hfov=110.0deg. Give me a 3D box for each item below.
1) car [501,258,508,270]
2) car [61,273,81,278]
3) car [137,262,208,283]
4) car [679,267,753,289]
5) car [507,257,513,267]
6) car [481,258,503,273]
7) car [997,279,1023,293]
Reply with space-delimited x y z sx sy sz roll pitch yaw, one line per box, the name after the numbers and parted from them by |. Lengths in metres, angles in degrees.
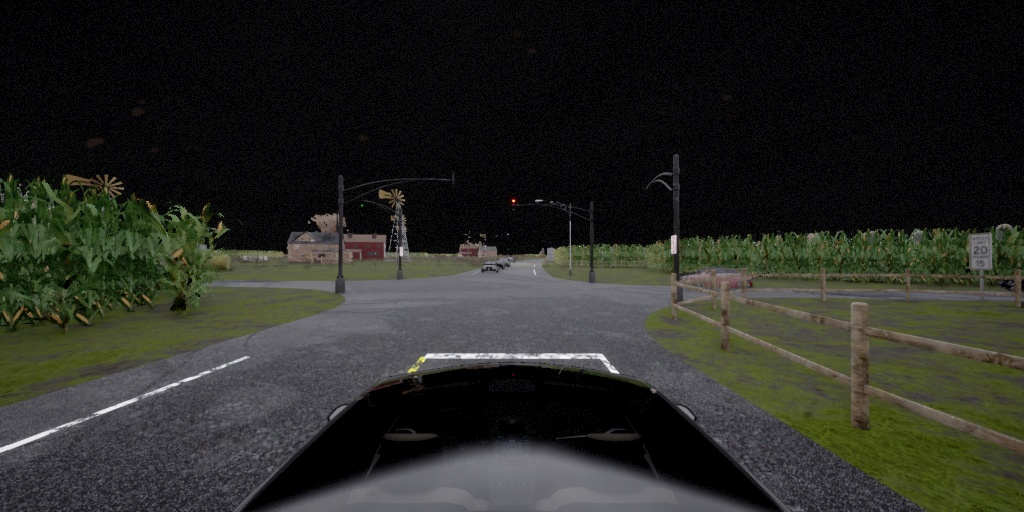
-2.063 1.340 53.674 1.895 1.301 4.718 0 0 3 | car
-33.988 1.293 27.058 4.718 1.301 1.895 0 -1 9 | car
-24.172 1.195 25.400 4.902 1.511 2.128 0 -1 10 | car
12.301 1.352 22.067 4.181 1.385 1.994 0 -1 10 | car
-1.433 1.084 63.430 2.097 1.767 4.553 0 0 4 | car
-2.571 1.309 43.794 1.994 1.385 4.181 0 0 3 | car
29.571 1.414 19.082 4.718 1.301 1.895 0 -1 10 | car
